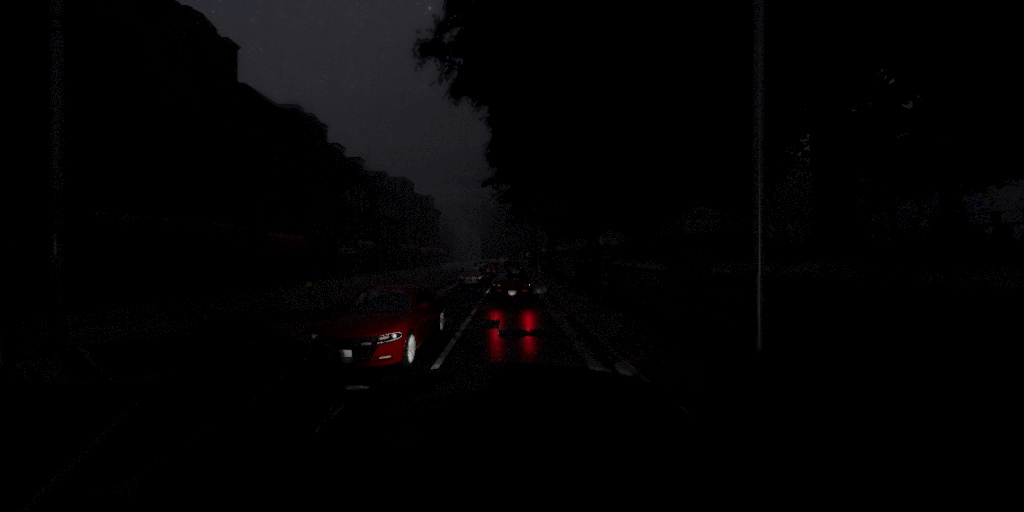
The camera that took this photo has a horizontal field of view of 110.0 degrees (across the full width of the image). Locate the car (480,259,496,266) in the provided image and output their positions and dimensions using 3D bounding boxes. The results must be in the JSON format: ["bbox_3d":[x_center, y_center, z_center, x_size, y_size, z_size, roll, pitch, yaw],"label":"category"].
[{"bbox_3d":[-2.638,1.189,30.614,1.967,1.591,4.097,0,0,0],"label":"car"}]

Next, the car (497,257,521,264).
[{"bbox_3d":[0.000,1.116,31.470,2.097,1.767,4.553,0,0,0],"label":"car"}]

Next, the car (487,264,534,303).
[{"bbox_3d":[0.000,1.282,16.500,1.812,1.442,4.674,0,0,0],"label":"car"}]

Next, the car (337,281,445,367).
[{"bbox_3d":[-2.638,1.293,7.912,1.888,1.381,4.507,0,0,0],"label":"car"}]

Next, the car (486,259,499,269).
[{"bbox_3d":[-3.020,1.258,57.338,1.837,1.490,4.892,0,0,0],"label":"car"}]

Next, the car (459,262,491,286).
[{"bbox_3d":[-2.638,1.330,24.938,1.802,1.307,4.207,0,0,0],"label":"car"}]

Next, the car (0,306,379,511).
[{"bbox_3d":[-2.638,1.314,2.236,1.948,1.339,4.313,0,0,0],"label":"car"}]
